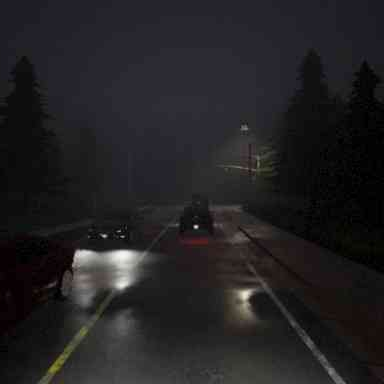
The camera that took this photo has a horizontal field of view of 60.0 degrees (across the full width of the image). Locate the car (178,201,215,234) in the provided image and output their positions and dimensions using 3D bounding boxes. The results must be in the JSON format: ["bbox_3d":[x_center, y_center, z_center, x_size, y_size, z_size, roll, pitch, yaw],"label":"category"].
[{"bbox_3d":[0.260,1.519,19.316,1.837,1.490,4.892,0,0,1],"label":"car"}]

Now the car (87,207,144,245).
[{"bbox_3d":[-3.459,1.517,15.793,1.837,1.490,4.892,0,0,1],"label":"car"}]

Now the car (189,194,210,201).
[{"bbox_3d":[0.870,1.249,37.439,2.150,2.045,5.566,0,0,3],"label":"car"}]

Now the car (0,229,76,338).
[{"bbox_3d":[-3.574,1.482,5.537,1.882,1.535,5.008,0,0,0],"label":"car"}]
